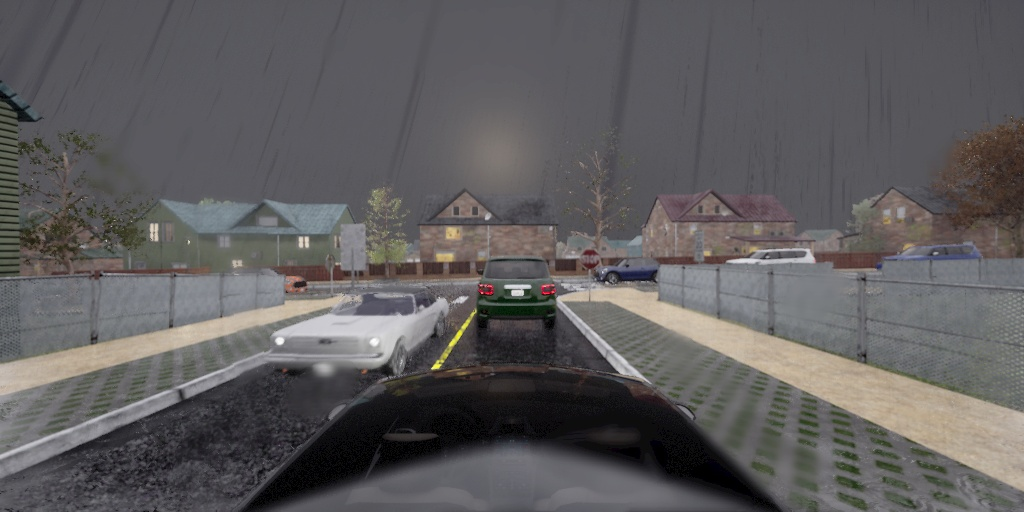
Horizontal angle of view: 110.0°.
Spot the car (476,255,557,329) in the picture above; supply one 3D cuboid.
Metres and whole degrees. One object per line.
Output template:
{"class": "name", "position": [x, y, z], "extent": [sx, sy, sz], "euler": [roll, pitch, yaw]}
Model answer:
{"class": "car", "position": [0.059, 1.001, 11.498], "extent": [2.150, 2.045, 5.566], "euler": [0, 0, -2]}

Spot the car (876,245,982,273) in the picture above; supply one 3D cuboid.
{"class": "car", "position": [28.093, 0.306, 24.187], "extent": [5.566, 2.045, 2.150], "euler": [-2, 1, 0]}

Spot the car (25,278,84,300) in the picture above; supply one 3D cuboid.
{"class": "car", "position": [-27.462, 1.996, 21.296], "extent": [4.181, 1.385, 1.994], "euler": [-1, 1, 0]}

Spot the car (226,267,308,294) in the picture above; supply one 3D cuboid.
{"class": "car", "position": [-14.715, 1.483, 21.278], "extent": [4.553, 1.767, 2.097], "euler": [-1, 1, 0]}

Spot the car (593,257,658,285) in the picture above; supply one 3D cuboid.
{"class": "car", "position": [7.784, 0.919, 23.982], "extent": [4.553, 1.767, 2.097], "euler": [-1, 1, -3]}

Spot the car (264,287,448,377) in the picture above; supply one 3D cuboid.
{"class": "car", "position": [-2.712, 1.366, 7.506], "extent": [1.895, 1.301, 4.718], "euler": [0, 0, 2]}

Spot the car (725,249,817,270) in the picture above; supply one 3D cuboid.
{"class": "car", "position": [17.288, 0.562, 24.196], "extent": [5.566, 2.045, 2.150], "euler": [-1, 1, 0]}
